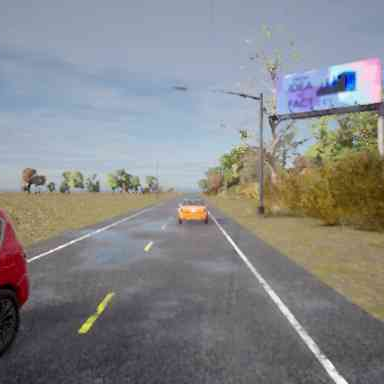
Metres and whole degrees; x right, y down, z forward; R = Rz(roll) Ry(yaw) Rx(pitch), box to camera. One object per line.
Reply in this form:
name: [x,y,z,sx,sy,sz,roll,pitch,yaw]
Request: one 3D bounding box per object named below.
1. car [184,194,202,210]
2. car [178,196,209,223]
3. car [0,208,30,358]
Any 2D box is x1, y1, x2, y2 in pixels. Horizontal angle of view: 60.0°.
car: [0.100,1.223,42.134,2.097,1.767,4.553,0,0,0]
car: [0.098,1.278,24.683,2.097,1.767,4.553,0,0,0]
car: [-3.598,1.212,2.941,2.150,2.045,5.566,0,0,0]
